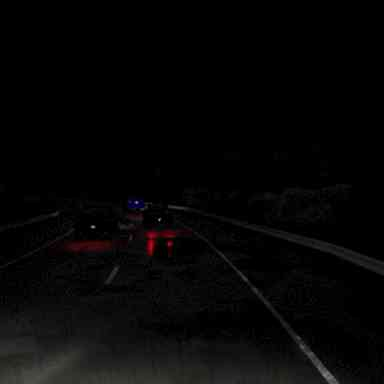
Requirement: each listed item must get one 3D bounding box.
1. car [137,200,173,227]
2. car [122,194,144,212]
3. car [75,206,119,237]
[{"bbox_3d":[-2.501,1.538,23.226,2.128,1.511,4.902,0,0,-11],"label":"car"},{"bbox_3d":[-7.107,1.307,39.997,2.150,2.045,5.566,0,0,-19],"label":"car"},{"bbox_3d":[-5.122,1.521,18.319,1.882,1.535,5.008,0,0,-9],"label":"car"}]
